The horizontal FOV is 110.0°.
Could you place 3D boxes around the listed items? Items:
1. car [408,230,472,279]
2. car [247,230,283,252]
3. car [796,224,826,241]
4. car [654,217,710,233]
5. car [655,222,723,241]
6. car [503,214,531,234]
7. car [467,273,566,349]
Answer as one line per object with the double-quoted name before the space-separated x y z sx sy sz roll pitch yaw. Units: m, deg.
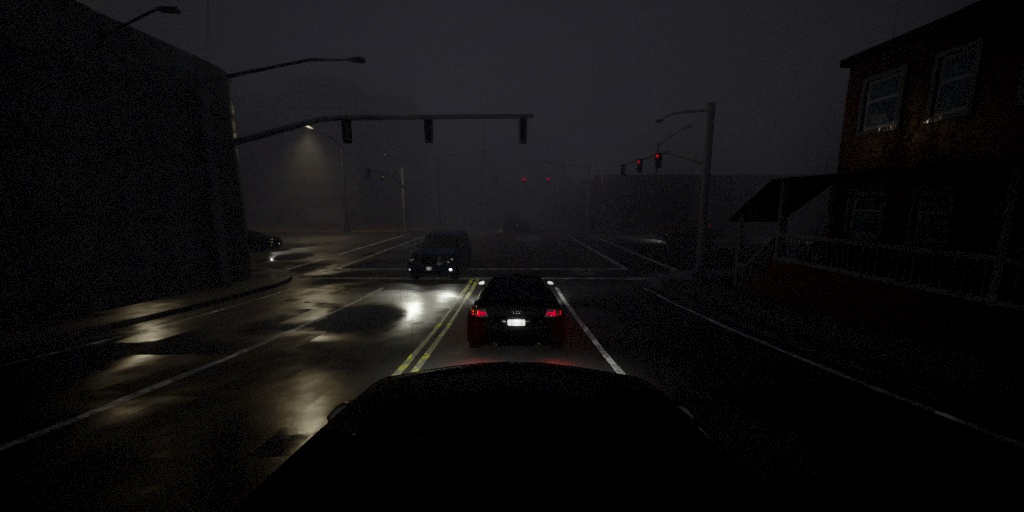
"car" -3.438 -0.193 18.203 2.150 2.045 5.566 0 8 4
"car" -19.943 -1.185 26.977 4.892 1.490 1.837 0 8 1
"car" 29.621 -2.239 33.754 5.008 1.535 1.882 0 8 1
"car" 17.760 -3.009 37.269 5.566 2.045 2.150 0 8 0
"car" 16.863 -2.177 33.861 5.357 1.411 2.033 0 8 0
"car" 0.558 -3.731 43.148 2.097 1.767 4.553 -3 9 -22
"car" 0.098 1.091 8.682 1.994 1.385 4.181 0 3 0
